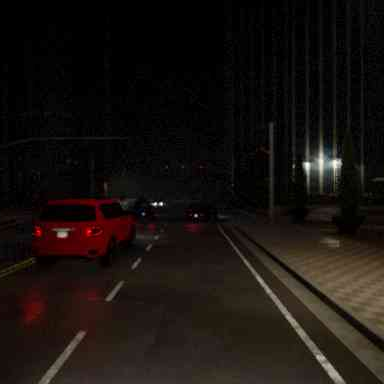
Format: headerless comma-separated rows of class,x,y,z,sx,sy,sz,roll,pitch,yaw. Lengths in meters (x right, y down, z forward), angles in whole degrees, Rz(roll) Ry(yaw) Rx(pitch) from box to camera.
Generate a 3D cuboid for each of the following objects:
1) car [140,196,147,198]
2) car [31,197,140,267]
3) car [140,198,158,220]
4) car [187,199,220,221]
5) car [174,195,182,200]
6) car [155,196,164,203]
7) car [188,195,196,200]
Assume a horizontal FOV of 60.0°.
car,-10.512,1.577,71.169,1.837,1.490,4.892,0,0,0
car,-3.468,1.236,11.653,2.150,2.045,5.566,0,0,1
car,-4.326,1.556,28.408,1.812,1.442,4.674,0,0,-13
car,1.002,1.536,27.608,1.837,1.490,4.892,-1,0,17
car,-3.514,1.503,85.950,1.895,1.301,4.718,0,0,0
car,-7.012,1.602,71.170,2.128,1.511,4.902,0,0,0
car,-0.014,1.546,85.381,1.812,1.442,4.674,0,0,0
